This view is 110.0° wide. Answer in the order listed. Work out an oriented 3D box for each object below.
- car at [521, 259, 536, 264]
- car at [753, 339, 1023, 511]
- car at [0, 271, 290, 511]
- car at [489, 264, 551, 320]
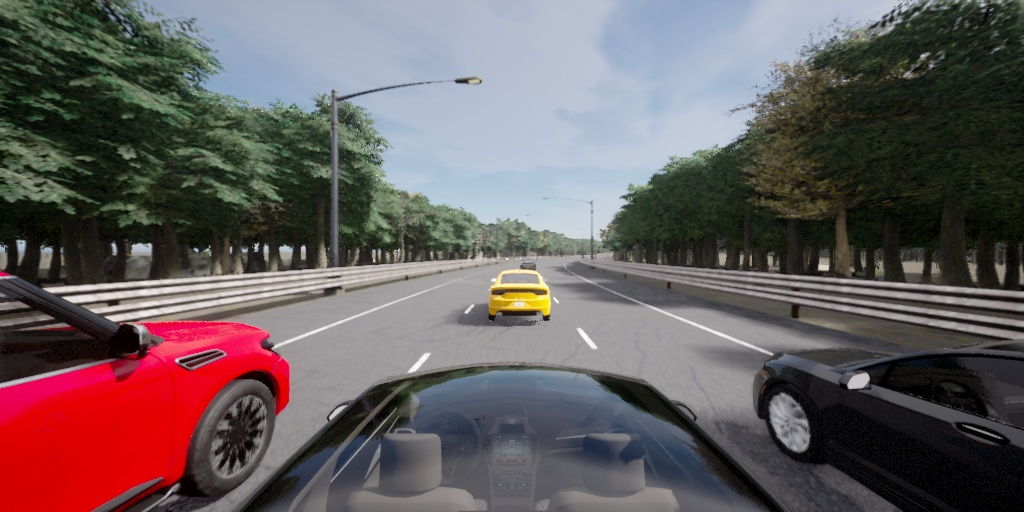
[{"bbox_3d":[2.023,1.166,44.063,2.128,1.511,4.902,0,0,5],"label":"car"},{"bbox_3d":[3.627,1.258,2.063,1.837,1.490,4.892,0,0,0],"label":"car"},{"bbox_3d":[-3.381,0.968,1.341,2.150,2.045,5.566,0,0,0],"label":"car"},{"bbox_3d":[0.268,1.221,12.672,1.882,1.535,5.008,0,0,1],"label":"car"}]
